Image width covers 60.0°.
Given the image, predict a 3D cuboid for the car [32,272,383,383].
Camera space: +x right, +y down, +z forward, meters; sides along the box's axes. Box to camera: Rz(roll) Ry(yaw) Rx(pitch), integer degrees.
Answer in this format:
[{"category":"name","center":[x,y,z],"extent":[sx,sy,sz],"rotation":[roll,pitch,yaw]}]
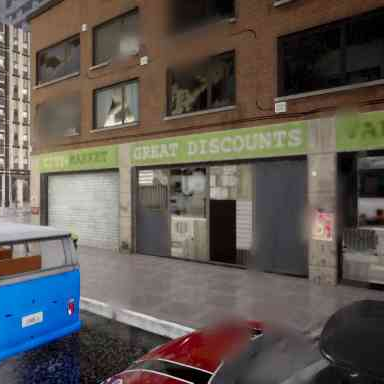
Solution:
[{"category":"car","center":[1.155,1.440,1.903],"extent":[4.097,1.590,1.967],"rotation":[0,0,35]}]

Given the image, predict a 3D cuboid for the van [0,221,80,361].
[{"category":"van","center":[-3.485,1.343,5.197],"extent":[3.998,1.788,1.690],"rotation":[0,0,35]}]
